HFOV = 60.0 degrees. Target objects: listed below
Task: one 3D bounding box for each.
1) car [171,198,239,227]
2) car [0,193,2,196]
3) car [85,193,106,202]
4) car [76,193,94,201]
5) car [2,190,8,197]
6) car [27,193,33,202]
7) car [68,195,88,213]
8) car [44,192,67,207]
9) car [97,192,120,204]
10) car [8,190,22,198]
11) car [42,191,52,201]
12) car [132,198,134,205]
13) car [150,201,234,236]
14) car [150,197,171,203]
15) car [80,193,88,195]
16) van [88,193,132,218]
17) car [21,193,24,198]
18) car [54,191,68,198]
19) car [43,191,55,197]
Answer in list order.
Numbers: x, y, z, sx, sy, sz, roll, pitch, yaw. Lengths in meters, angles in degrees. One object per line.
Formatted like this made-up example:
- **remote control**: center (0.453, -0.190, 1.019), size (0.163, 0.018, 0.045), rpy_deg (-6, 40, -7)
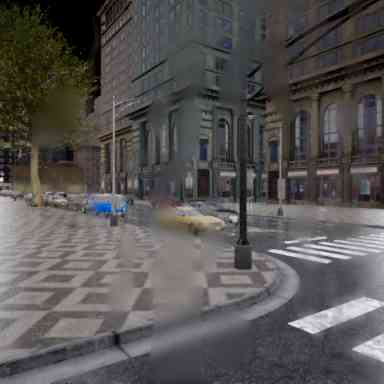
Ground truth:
- **car**: center (1.022, 1.347, 20.748), size (2.128, 1.511, 4.902), rpy_deg (0, 1, -35)
- **car**: center (-45.629, 0.254, 82.194), size (1.967, 1.590, 4.097), rpy_deg (1, 0, -35)
- **car**: center (-15.984, 0.910, 55.001), size (2.008, 1.369, 4.403), rpy_deg (1, 0, -35)
- **car**: center (-19.225, 0.861, 59.589), size (1.802, 1.307, 4.206), rpy_deg (1, 0, -35)
- **car**: center (-42.388, 0.330, 77.605), size (1.967, 1.590, 4.097), rpy_deg (1, 0, -35)
- **car**: center (-22.943, 0.911, 50.078), size (2.008, 1.369, 4.403), rpy_deg (1, 0, -35)
- **car**: center (-9.978, 1.230, 31.722), size (2.008, 1.369, 4.403), rpy_deg (1, 0, -35)
- **car**: center (-16.363, 1.051, 40.763), size (1.752, 1.417, 4.829), rpy_deg (1, 0, -35)
- **car**: center (-12.741, 0.880, 50.414), size (1.967, 1.590, 4.097), rpy_deg (1, 0, -35)
- **car**: center (-35.905, 0.483, 68.429), size (1.967, 1.590, 4.097), rpy_deg (1, 0, -35)
- **car**: center (-19.702, 0.992, 45.490), size (2.008, 1.369, 4.403), rpy_deg (1, 0, -35)
- **car**: center (-9.502, 1.073, 45.826), size (2.008, 1.369, 4.403), rpy_deg (1, 0, -35)
- **car**: center (-0.155, 1.398, 17.813), size (1.752, 1.417, 4.829), rpy_deg (1, 0, -35)
- **car**: center (-3.018, 1.223, 36.647), size (1.887, 1.381, 4.507), rpy_deg (1, 0, -35)
- **car**: center (-11.024, 1.167, 37.828), size (1.994, 1.385, 4.181), rpy_deg (0, 1, -35)
- **van**: center (-6.735, 1.091, 27.133), size (1.690, 1.788, 3.998), rpy_deg (1, 0, -35)
- **car**: center (-26.184, 0.830, 54.666), size (2.008, 1.369, 4.403), rpy_deg (1, 0, -35)
- **car**: center (-28.947, 0.587, 73.351), size (1.887, 1.381, 4.507), rpy_deg (1, 0, -35)
- **car**: center (-35.429, 0.471, 82.526), size (1.802, 1.307, 4.206), rpy_deg (1, 0, -35)
